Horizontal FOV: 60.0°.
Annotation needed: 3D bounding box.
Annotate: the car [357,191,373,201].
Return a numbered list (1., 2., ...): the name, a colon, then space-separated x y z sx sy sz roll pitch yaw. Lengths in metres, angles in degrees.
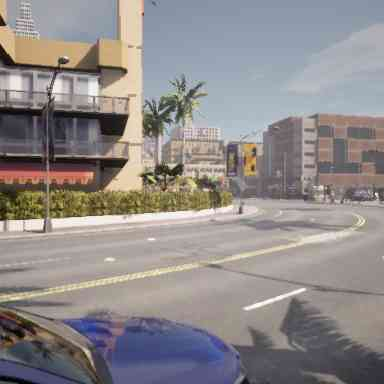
1. car: 36.778 1.211 72.348 2.185 1.767 4.553 0 0 -14

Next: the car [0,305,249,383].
1. car: -1.632 1.517 2.115 4.674 1.442 1.812 0 0 -36
